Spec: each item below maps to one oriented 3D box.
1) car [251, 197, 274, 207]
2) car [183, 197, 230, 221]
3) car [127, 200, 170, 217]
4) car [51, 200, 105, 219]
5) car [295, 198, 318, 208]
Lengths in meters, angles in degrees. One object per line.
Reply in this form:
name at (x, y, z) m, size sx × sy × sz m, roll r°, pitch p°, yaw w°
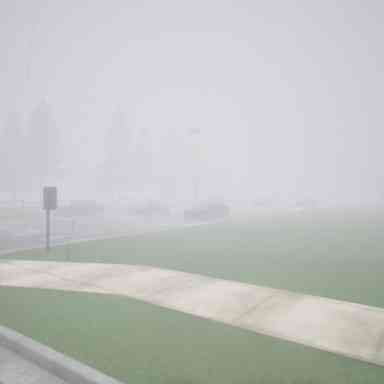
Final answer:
car at (11.234, 1.553, 52.523) m, size 2.033 × 1.411 × 5.357 m, roll 0°, pitch 0°, yaw 37°
car at (1.294, 1.482, 27.246) m, size 1.882 × 1.535 × 5.008 m, roll 0°, pitch 0°, yaw 36°
car at (-4.041, 1.532, 31.776) m, size 1.812 × 1.442 × 4.674 m, roll 0°, pitch 0°, yaw 36°
car at (-10.037, 1.499, 29.545) m, size 2.128 × 1.511 × 4.902 m, roll 0°, pitch 0°, yaw 36°
car at (16.584, 1.551, 47.987) m, size 2.033 × 1.411 × 5.357 m, roll 0°, pitch 0°, yaw 37°
